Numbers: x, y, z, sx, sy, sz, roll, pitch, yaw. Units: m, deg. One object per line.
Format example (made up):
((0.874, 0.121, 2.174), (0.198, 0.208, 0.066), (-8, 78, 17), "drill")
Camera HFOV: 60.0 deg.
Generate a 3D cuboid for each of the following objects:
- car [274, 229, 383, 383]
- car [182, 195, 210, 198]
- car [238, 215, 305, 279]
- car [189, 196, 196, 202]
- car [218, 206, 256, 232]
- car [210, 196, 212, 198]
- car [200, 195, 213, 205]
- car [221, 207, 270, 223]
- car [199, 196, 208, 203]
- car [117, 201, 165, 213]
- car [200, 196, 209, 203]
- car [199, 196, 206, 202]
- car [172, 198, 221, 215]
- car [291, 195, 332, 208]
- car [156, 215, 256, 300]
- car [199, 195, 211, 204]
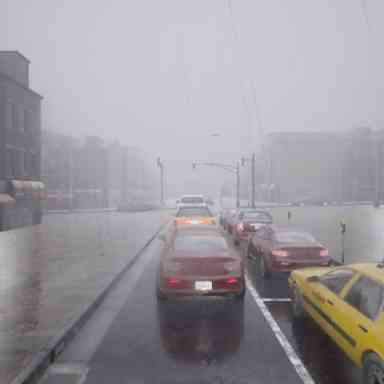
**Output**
((2.638, 1.526, 4.507), (1.752, 1.417, 4.829), (0, 0, 0), "car")
((0.062, 1.245, 25.777), (2.150, 2.045, 5.566), (0, 0, 1), "car")
((2.644, 1.585, 9.805), (1.802, 1.307, 4.206), (0, 0, 0), "car")
((0.092, 1.754, 83.140), (1.837, 1.490, 4.892), (0, 0, 0), "car")
((2.656, 1.596, 20.738), (1.802, 1.307, 4.206), (0, 0, 0), "car")
((2.694, 1.573, 58.081), (1.967, 1.590, 4.097), (-1, 0, 0), "car")
((2.699, 1.473, 63.483), (2.192, 1.841, 5.009), (-1, 0, 0), "car")
((2.649, 1.448, 15.271), (1.967, 1.590, 4.097), (0, 0, 0), "car")
((2.717, 1.683, 79.690), (1.967, 1.590, 4.097), (-1, 0, 0), "car")
((-5.863, 1.733, 38.274), (5.357, 1.411, 2.033), (-2, 0, 0), "car")
((2.712, 1.653, 74.288), (1.967, 1.590, 4.097), (-1, 0, 0), "car")
((2.730, 1.833, 90.664), (1.752, 1.417, 4.829), (-1, 0, 0), "car")
((0.103, 1.360, 15.681), (2.097, 1.767, 4.553), (0, 0, 0), "car")
((14.779, 1.112, 41.235), (4.892, 1.490, 1.837), (-2, 0, 0), "car")
((0.131, 1.528, 8.310), (1.812, 1.442, 4.674), (0, 0, -2), "car")
((2.705, 1.500, 68.886), (2.192, 1.841, 5.009), (-1, 0, 0), "car")
